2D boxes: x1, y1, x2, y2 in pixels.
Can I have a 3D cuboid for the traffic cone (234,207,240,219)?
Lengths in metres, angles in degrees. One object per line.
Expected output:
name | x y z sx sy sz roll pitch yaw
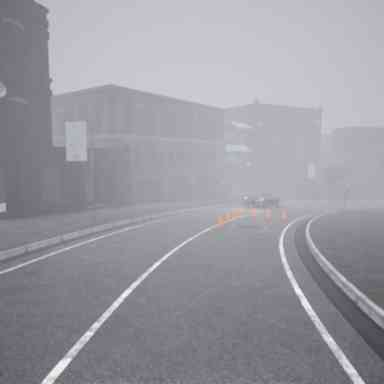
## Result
traffic cone | 2.715 1.404 21.372 0.340 0.580 0.340 2 2 17

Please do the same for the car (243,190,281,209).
car | 6.573 0.570 30.968 2.097 1.767 4.553 4 3 37

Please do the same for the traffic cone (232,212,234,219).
traffic cone | 2.110 1.450 19.466 0.340 0.580 0.340 2 2 18

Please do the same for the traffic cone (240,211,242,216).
traffic cone | 3.318 1.356 23.277 0.340 0.580 0.340 3 2 18

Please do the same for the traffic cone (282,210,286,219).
traffic cone | 6.167 1.487 22.378 0.340 0.580 0.340 3 2 17
